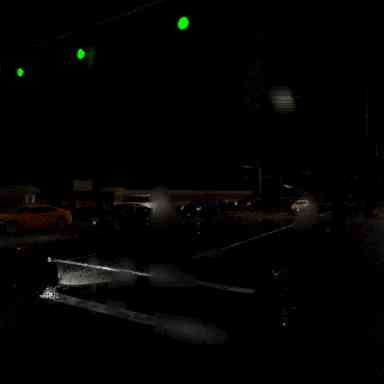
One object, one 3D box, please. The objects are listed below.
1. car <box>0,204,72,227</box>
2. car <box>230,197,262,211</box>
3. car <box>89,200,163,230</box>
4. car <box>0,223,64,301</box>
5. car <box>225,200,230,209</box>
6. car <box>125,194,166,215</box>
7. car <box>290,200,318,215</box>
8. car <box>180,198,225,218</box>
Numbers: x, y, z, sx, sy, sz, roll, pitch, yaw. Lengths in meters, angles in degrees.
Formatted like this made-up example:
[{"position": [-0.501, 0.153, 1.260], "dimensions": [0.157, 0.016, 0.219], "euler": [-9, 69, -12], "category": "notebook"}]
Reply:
[{"position": [-9.420, 1.477, 19.372], "dimensions": [1.882, 1.535, 5.008], "euler": [0, 0, 31], "category": "car"}, {"position": [6.774, 1.355, 39.855], "dimensions": [2.097, 1.767, 4.553], "euler": [0, 0, 31], "category": "car"}, {"position": [-4.328, 1.491, 21.112], "dimensions": [2.128, 1.511, 4.902], "euler": [0, 0, 31], "category": "car"}, {"position": [-4.777, 1.565, 6.388], "dimensions": [1.994, 1.385, 4.181], "euler": [0, 0, 31], "category": "car"}, {"position": [3.638, 1.601, 41.434], "dimensions": [1.895, 1.301, 4.718], "euler": [0, 0, 31], "category": "car"}, {"position": [-4.373, 1.219, 27.915], "dimensions": [2.150, 2.045, 5.566], "euler": [0, 0, 31], "category": "car"}, {"position": [11.358, 1.545, 33.711], "dimensions": [1.812, 1.442, 4.674], "euler": [0, 0, 31], "category": "car"}, {"position": [0.836, 1.353, 29.841], "dimensions": [2.097, 1.767, 4.553], "euler": [0, 0, 30], "category": "car"}]
